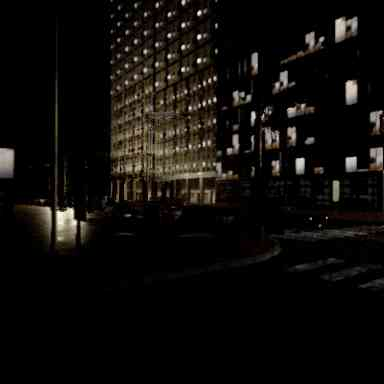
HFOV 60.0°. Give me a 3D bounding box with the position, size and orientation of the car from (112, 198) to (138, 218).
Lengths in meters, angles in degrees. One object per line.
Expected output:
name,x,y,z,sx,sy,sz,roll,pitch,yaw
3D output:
car,-5.438,1.572,30.849,1.752,1.417,4.829,0,0,-35

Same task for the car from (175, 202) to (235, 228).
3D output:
car,0.976,1.522,21.671,1.802,1.307,4.206,0,0,-35

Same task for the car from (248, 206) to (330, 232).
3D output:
car,5.635,1.521,19.714,1.895,1.301,4.718,0,-1,-35

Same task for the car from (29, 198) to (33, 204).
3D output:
car,-31.579,2.063,68.257,1.802,1.307,4.206,0,0,-35

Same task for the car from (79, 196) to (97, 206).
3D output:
car,-21.456,1.801,68.400,2.192,1.841,5.009,0,0,-35

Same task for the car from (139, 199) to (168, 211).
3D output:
car,-5.274,1.742,45.245,1.752,1.417,4.829,0,0,-35

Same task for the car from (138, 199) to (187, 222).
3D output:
car,-2.280,1.434,26.331,1.967,1.590,4.097,0,0,-35

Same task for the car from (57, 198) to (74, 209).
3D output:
car,-18.557,1.815,49.622,2.008,1.369,4.403,0,0,-35

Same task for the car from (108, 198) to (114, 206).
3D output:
car,-7.449,1.678,38.435,2.033,1.411,5.357,0,-1,-35

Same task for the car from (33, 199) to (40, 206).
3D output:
car,-28.324,1.977,63.598,2.008,1.369,4.403,0,0,-35

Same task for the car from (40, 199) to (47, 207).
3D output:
car,-25.068,1.917,58.940,1.887,1.381,4.507,0,0,-35

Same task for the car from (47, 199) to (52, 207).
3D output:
car,-21.813,1.884,54.281,1.947,1.339,4.313,0,0,-35

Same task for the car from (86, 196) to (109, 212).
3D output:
car,-12.047,1.596,40.306,1.967,1.590,4.097,0,0,-35

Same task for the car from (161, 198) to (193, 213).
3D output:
car,-1.922,1.601,40.448,1.967,1.590,4.097,0,0,-35

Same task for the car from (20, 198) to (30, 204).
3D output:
car,-38.091,2.139,77.574,2.008,1.369,4.403,0,0,-35
